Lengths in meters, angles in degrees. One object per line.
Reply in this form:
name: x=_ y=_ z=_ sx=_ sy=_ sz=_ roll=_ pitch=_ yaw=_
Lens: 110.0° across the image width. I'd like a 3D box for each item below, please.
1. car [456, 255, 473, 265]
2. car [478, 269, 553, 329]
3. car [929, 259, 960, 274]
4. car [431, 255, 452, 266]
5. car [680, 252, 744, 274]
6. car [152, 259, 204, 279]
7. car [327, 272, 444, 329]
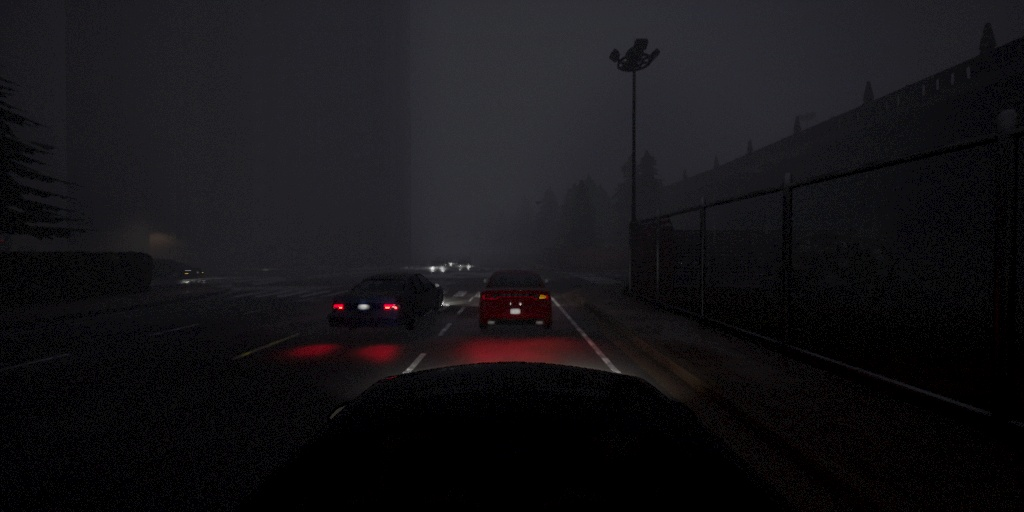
car: x=-7.174 y=0.706 z=55.158 sx=1.994 sy=1.385 sz=4.181 roll=0 pitch=1 yaw=-1
car: x=0.108 y=1.123 z=10.897 sx=1.882 sy=1.535 sz=5.008 roll=0 pitch=1 yaw=1
car: x=40.532 y=0.994 z=34.794 sx=4.181 sy=1.385 sz=1.994 roll=0 pitch=1 yaw=1
car: x=-10.596 y=0.770 z=52.781 sx=1.895 sy=1.301 sz=4.718 roll=0 pitch=1 yaw=0
car: x=19.413 y=0.650 z=34.899 sx=5.566 sy=2.045 sz=2.150 roll=0 pitch=1 yaw=0
car: x=-26.788 y=1.013 z=27.787 sx=4.892 sy=1.490 sz=1.837 roll=0 pitch=1 yaw=0
car: x=-3.413 y=1.194 z=10.776 sx=2.033 sy=1.411 sz=5.357 roll=0 pitch=1 yaw=0
